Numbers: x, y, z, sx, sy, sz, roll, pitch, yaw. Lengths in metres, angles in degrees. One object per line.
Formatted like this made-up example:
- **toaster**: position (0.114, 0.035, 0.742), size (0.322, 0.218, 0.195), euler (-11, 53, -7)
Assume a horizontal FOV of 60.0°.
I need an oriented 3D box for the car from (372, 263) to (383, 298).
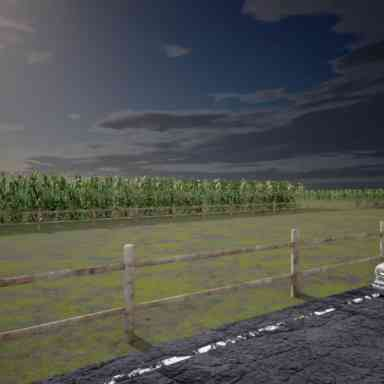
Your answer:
- **car**: position (5.784, 1.598, 6.749), size (4.718, 1.301, 1.895), euler (0, 0, -32)
